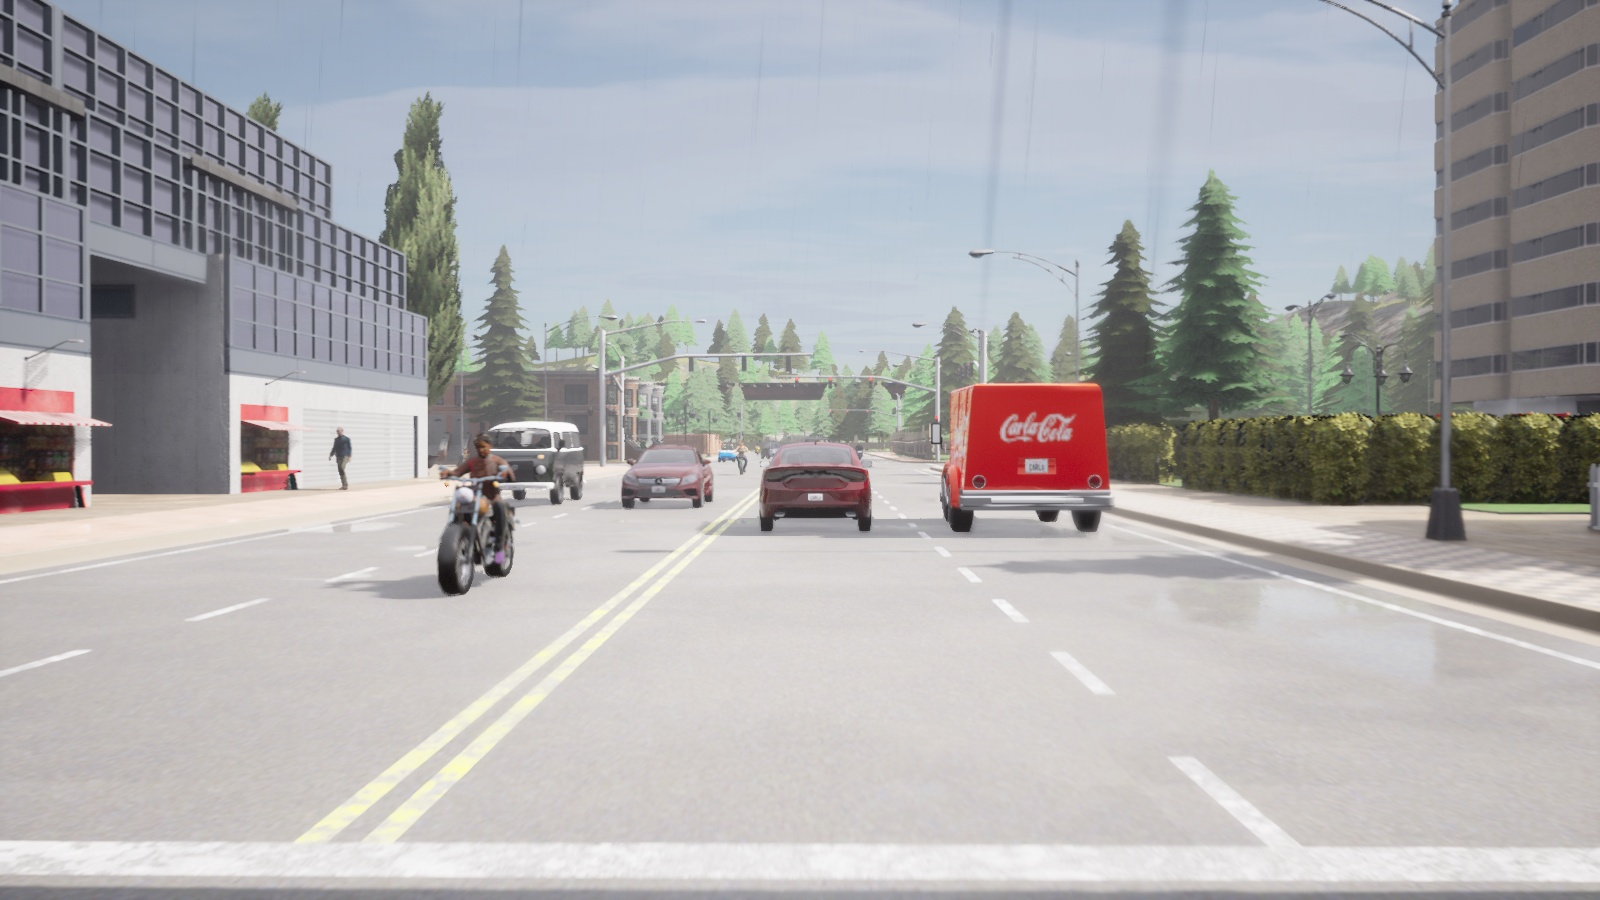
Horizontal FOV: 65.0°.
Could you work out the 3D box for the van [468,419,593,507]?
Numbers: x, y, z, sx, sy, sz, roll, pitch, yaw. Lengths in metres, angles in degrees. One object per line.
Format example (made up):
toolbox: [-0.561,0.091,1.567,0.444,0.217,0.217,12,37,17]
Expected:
van: [-6.584,0.289,31.181,2.069,2.038,4.480,0,0,1]

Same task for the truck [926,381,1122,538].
truck: [3.785,0.137,22.363,2.627,2.467,5.204,0,0,1]

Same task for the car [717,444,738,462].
car: [-5.597,0.251,97.033,1.481,1.376,2.207,0,0,1]

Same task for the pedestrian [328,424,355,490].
pedestrian: [-12.953,0.195,35.480,0.402,1.842,0.726,0,0,14]

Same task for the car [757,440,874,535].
car: [0.290,0.596,22.780,1.882,1.535,5.008,0,0,1]

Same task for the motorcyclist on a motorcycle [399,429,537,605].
motorcyclist on a motorcycle: [-3.358,0.621,12.940,0.766,1.649,2.350,0,1,1]

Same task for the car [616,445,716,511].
car: [-3.102,0.601,29.977,1.812,1.442,4.674,0,0,1]
